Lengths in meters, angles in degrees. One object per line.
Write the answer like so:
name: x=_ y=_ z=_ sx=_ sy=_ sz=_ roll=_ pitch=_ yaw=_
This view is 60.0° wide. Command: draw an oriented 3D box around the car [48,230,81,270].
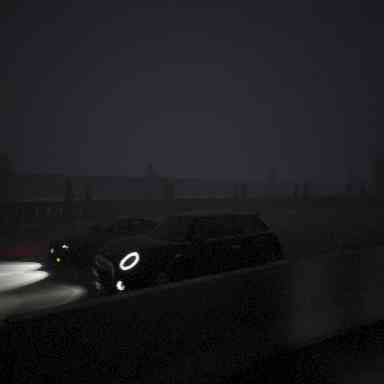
car: x=-2.311 y=1.484 z=10.606 sx=4.181 sy=1.385 sz=1.994 roll=-1 pitch=1 yaw=-32

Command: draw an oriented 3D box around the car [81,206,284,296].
car: x=0.002 y=1.277 z=7.940 sx=4.553 sy=1.767 sz=2.097 roll=-1 pitch=1 yaw=-32
